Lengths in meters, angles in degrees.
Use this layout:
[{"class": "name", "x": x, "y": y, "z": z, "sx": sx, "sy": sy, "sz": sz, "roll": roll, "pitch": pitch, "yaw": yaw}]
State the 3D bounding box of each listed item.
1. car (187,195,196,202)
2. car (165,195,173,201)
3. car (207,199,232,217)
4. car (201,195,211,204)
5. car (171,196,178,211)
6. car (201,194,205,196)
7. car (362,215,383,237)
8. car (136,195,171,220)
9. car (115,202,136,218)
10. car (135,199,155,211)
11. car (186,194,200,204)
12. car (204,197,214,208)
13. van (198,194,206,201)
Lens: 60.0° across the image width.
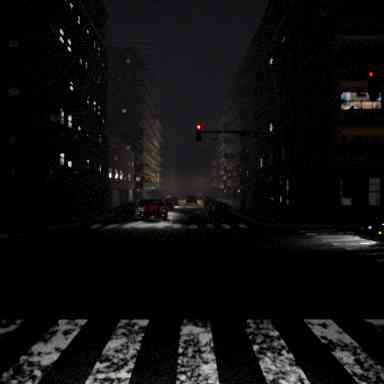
[{"class": "car", "x": -0.115, "y": 1.386, "z": 69.841, "sx": 1.994, "sy": 1.385, "sz": 4.181, "roll": 0, "pitch": 0, "yaw": 0}, {"class": "car", "x": -5.839, "y": 1.535, "z": 85.447, "sx": 1.752, "sy": 1.417, "sz": 4.829, "roll": 0, "pitch": 0, "yaw": 0}, {"class": "car", "x": 2.634, "y": 1.574, "z": 30.384, "sx": 1.802, "sy": 1.307, "sz": 4.206, "roll": 0, "pitch": 0, "yaw": 0}, {"class": "car", "x": 2.606, "y": 1.539, "z": 46.954, "sx": 1.887, "sy": 1.381, "sz": 4.507, "roll": 0, "pitch": 0, "yaw": 0}, {"class": "car", "x": -3.163, "y": 1.485, "z": 40.364, "sx": 2.128, "sy": 1.511, "sz": 4.902, "roll": 0, "pitch": 0, "yaw": 0}, {"class": "car", "x": 3.048, "y": 1.523, "z": 60.952, "sx": 1.812, "sy": 1.442, "sz": 4.674, "roll": 0, "pitch": 0, "yaw": 0}, {"class": "car", "x": 9.972, "y": 1.380, "z": 14.918, "sx": 4.181, "sy": 1.385, "sz": 1.994, "roll": -1, "pitch": 0, "yaw": 0}, {"class": "car", "x": -3.088, "y": 1.345, "z": 27.630, "sx": 2.097, "sy": 1.767, "sz": 4.553, "roll": 0, "pitch": 0, "yaw": -2}, {"class": "car", "x": -5.747, "y": 1.558, "z": 30.382, "sx": 1.947, "sy": 1.339, "sz": 4.313, "roll": 0, "pitch": 0, "yaw": 0}, {"class": "car", "x": -5.766, "y": 1.559, "z": 41.429, "sx": 1.947, "sy": 1.339, "sz": 4.313, "roll": 0, "pitch": 0, "yaw": 0}, {"class": "car", "x": -0.103, "y": 1.350, "z": 61.437, "sx": 2.097, "sy": 1.767, "sz": 4.553, "roll": 0, "pitch": 0, "yaw": 0}, {"class": "car", "x": 2.625, "y": 1.559, "z": 35.907, "sx": 1.947, "sy": 1.339, "sz": 4.313, "roll": 0, "pitch": 0, "yaw": 0}, {"class": "van", "x": 2.540, "y": 1.351, "z": 85.619, "sx": 1.690, "sy": 1.788, "sz": 3.998, "roll": -1, "pitch": 0, "yaw": 0}]
